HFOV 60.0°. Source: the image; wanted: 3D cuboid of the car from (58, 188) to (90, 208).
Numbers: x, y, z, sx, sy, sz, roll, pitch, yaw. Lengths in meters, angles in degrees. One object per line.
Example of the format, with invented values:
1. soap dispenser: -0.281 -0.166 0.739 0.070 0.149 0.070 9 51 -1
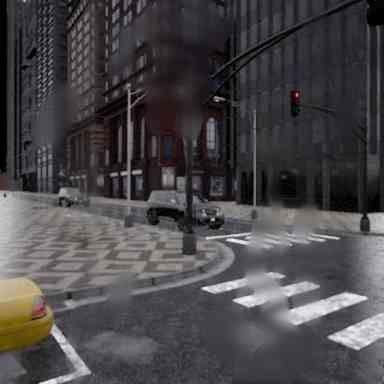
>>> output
1. car: -12.762 0.573 35.647 2.150 2.045 5.566 0 1 -36

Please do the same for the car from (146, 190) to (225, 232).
1. car: -0.574 0.955 18.647 2.150 2.045 5.566 0 1 -35

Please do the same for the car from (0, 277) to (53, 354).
1. car: -4.191 1.524 3.665 4.829 1.417 1.752 0 0 -35
